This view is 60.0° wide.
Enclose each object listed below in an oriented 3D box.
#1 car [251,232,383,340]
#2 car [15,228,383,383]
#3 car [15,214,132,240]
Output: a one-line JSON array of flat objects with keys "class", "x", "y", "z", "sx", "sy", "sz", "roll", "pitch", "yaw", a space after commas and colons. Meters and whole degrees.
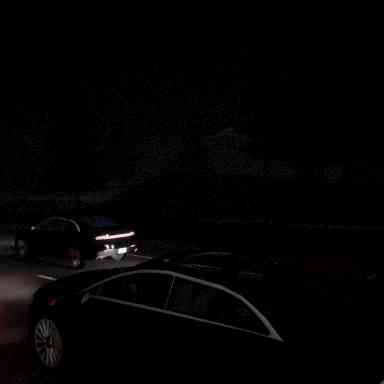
[{"class": "car", "x": 3.597, "y": 1.601, "z": 5.725, "sx": 4.718, "sy": 1.301, "sz": 1.895, "roll": 0, "pitch": 0, "yaw": 36}, {"class": "car", "x": -0.078, "y": 1.490, "z": 4.040, "sx": 4.902, "sy": 1.511, "sz": 2.128, "roll": 0, "pitch": 0, "yaw": 35}, {"class": "car", "x": -3.989, "y": 1.477, "z": 11.036, "sx": 4.902, "sy": 1.511, "sz": 2.128, "roll": 0, "pitch": 0, "yaw": 35}]
